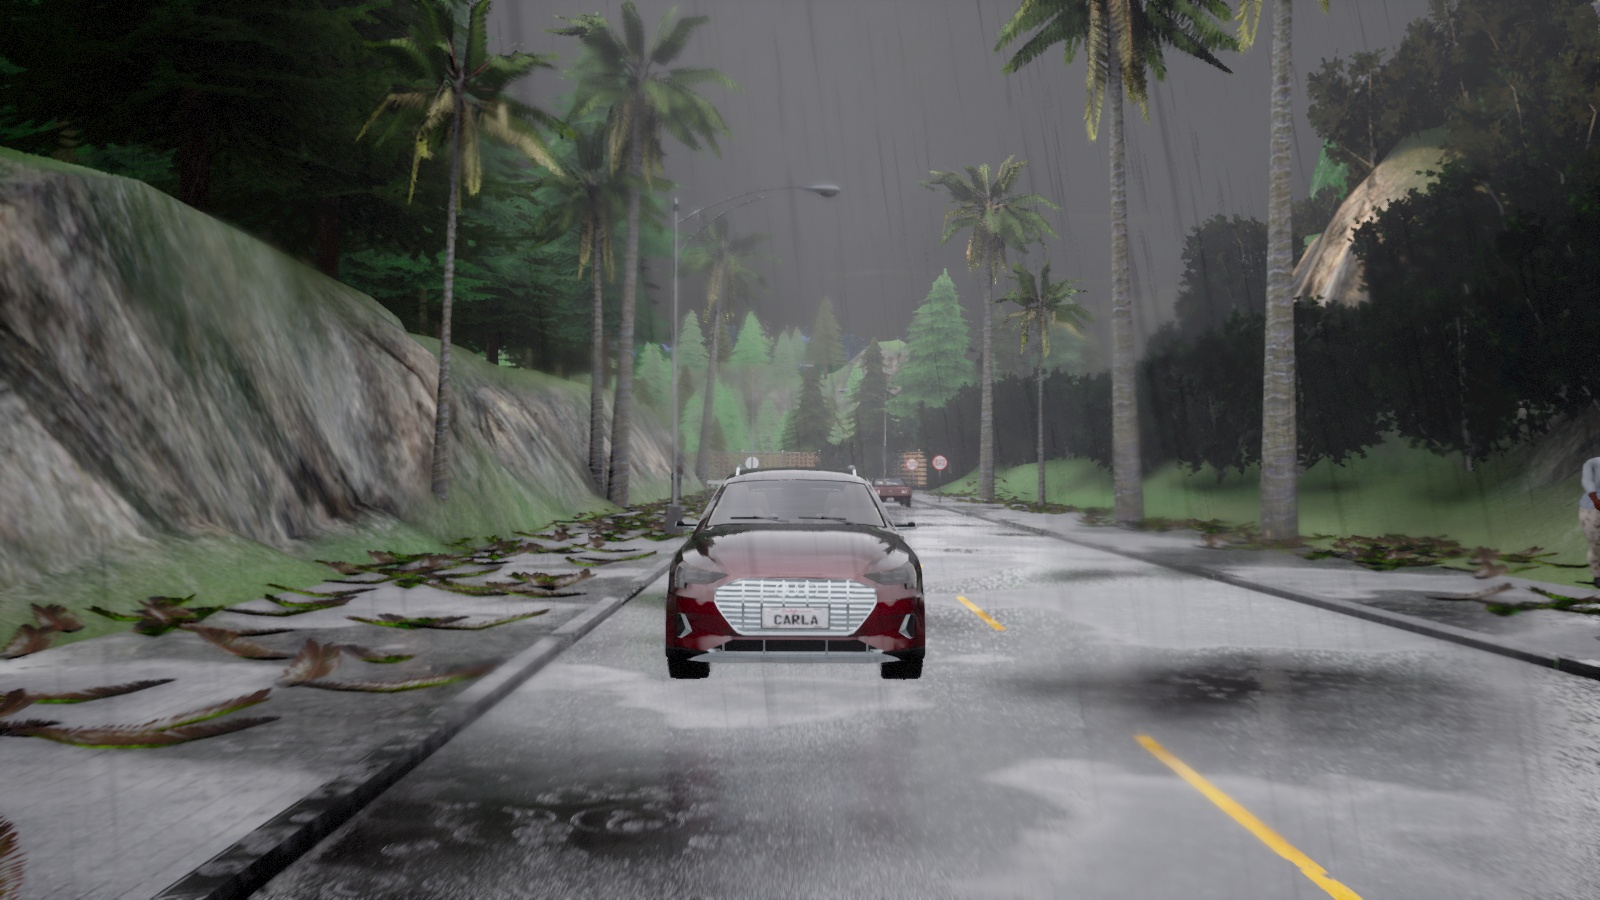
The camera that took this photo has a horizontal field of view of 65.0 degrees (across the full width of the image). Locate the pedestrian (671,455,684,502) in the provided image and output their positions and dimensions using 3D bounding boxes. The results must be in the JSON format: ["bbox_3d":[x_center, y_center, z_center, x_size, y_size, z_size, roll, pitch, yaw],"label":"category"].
[{"bbox_3d":[-5.138,1.193,52.676,0.402,1.930,0.666,0,-1,-16],"label":"pedestrian"}]

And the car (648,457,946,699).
[{"bbox_3d":[-0.028,0.931,11.024,2.033,1.649,4.856,0,-1,0],"label":"car"}]

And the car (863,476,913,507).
[{"bbox_3d":[3.913,1.845,56.507,1.895,1.301,4.718,0,-1,0],"label":"car"}]

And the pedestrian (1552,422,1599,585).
[{"bbox_3d":[9.493,0.618,14.711,0.874,1.855,0.900,0,-1,8],"label":"pedestrian"}]
